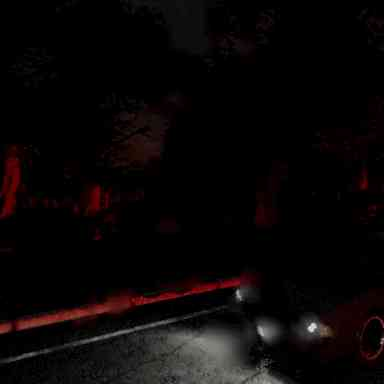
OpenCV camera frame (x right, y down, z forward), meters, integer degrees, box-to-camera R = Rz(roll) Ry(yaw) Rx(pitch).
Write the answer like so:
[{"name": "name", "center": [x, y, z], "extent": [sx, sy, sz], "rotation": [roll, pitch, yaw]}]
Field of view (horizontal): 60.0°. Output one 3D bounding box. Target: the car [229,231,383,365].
[{"name": "car", "center": [3.266, 1.443, 5.779], "extent": [5.357, 1.411, 2.033], "rotation": [-1, 1, -30]}]
